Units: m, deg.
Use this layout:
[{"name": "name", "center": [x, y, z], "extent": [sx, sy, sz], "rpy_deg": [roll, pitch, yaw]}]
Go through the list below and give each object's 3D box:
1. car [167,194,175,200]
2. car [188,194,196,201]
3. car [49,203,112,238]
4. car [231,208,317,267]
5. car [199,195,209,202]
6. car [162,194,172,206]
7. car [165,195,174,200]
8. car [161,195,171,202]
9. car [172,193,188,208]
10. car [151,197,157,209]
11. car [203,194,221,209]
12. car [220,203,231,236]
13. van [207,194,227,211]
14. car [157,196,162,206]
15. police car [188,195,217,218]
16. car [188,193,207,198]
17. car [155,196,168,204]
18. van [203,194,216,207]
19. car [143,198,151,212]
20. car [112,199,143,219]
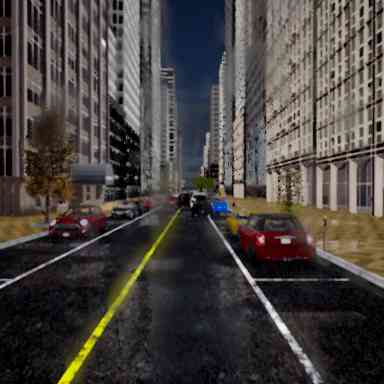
[{"name": "car", "center": [-5.769, 1.284, 90.971], "extent": [1.967, 1.590, 4.097], "rpy_deg": [-1, 0, 0]}, {"name": "car", "center": [-0.062, 1.276, 80.496], "extent": [1.812, 1.442, 4.674], "rpy_deg": [0, 0, 0]}, {"name": "car", "center": [-5.712, 1.411, 17.085], "extent": [1.967, 1.590, 4.097], "rpy_deg": [-1, 0, 0]}, {"name": "car", "center": [2.673, 1.420, 11.408], "extent": [1.967, 1.590, 4.097], "rpy_deg": [-1, 0, 0]}, {"name": "car", "center": [2.626, 1.425, 73.927], "extent": [2.008, 1.369, 4.403], "rpy_deg": [-1, 0, 0]}, {"name": "car", "center": [-3.117, 1.439, 51.150], "extent": [1.812, 1.442, 4.674], "rpy_deg": [0, 0, 0]}, {"name": "car", "center": [-5.763, 1.436, 85.288], "extent": [1.802, 1.307, 4.206], "rpy_deg": [-1, 0, 0]}, {"name": "car", "center": [-5.755, 1.425, 73.921], "extent": [2.008, 1.369, 4.403], "rpy_deg": [-1, 0, 0]}, {"name": "car", "center": [-0.178, 1.142, 45.870], "extent": [2.150, 2.045, 5.566], "rpy_deg": [-1, 0, 24]}, {"name": "car", "center": [-5.728, 1.477, 39.819], "extent": [1.887, 1.381, 4.507], "rpy_deg": [-1, 0, 0]}, {"name": "car", "center": [2.645, 1.238, 45.509], "extent": [2.192, 1.841, 5.009], "rpy_deg": [-1, 0, 0]}, {"name": "car", "center": [2.669, 1.496, 17.261], "extent": [1.752, 1.417, 4.829], "rpy_deg": [-1, 0, 0]}, {"name": "van", "center": [2.655, 1.283, 34.142], "extent": [1.690, 1.788, 3.998], "rpy_deg": [-1, 0, 0]}, {"name": "car", "center": [-5.733, 1.474, 45.503], "extent": [2.008, 1.369, 4.403], "rpy_deg": [-1, 0, 0]}, {"name": "police car", "center": [0.877, 1.375, 29.596], "extent": [1.930, 1.638, 5.238], "rpy_deg": [0, 0, 0]}, {"name": "car", "center": [0.870, 1.157, 39.517], "extent": [2.150, 2.045, 5.566], "rpy_deg": [0, 0, 0]}, {"name": "car", "center": [-5.746, 1.445, 62.554], "extent": [2.008, 1.369, 4.403], "rpy_deg": [-1, 0, 0]}, {"name": "van", "center": [2.641, 1.254, 51.193], "extent": [1.690, 1.788, 3.998], "rpy_deg": [-1, 0, 0]}, {"name": "car", "center": [-5.724, 1.508, 34.136], "extent": [1.947, 1.339, 4.313], "rpy_deg": [-1, 0, 0]}, {"name": "car", "center": [-5.720, 1.502, 28.452], "extent": [2.008, 1.369, 4.403], "rpy_deg": [-1, 0, 0]}]
